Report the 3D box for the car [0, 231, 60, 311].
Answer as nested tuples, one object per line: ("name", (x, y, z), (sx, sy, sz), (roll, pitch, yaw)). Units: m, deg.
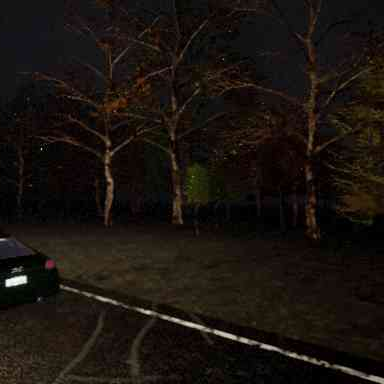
("car", (-4.625, 1.503, 6.884), (4.181, 1.385, 1.994), (0, 0, 36))
